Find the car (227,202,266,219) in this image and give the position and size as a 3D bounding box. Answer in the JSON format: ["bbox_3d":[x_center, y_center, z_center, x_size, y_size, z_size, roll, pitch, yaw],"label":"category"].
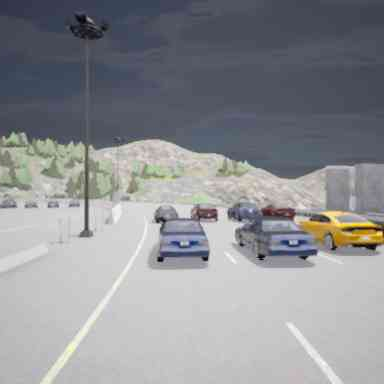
[{"bbox_3d":[4.634,1.675,30.197,2.097,1.767,4.553,0,-1,-9],"label":"car"}]

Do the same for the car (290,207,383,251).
[{"bbox_3d":[6.423,1.641,15.118,1.882,1.535,5.008,0,0,-5],"label":"car"}]

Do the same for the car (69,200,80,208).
[{"bbox_3d":[-21.164,2.168,60.030,1.812,1.442,4.674,0,-1,-19],"label":"car"}]

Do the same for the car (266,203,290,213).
[{"bbox_3d":[7.963,1.816,31.520,1.882,1.535,5.008,0,0,-9],"label":"car"}]

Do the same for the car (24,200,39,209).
[{"bbox_3d":[-27.596,2.138,57.209,1.812,1.442,4.674,0,-1,-19],"label":"car"}]

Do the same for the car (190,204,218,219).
[{"bbox_3d":[1.041,1.804,30.484,1.882,1.535,5.008,0,0,-9],"label":"car"}]

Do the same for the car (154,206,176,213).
[{"bbox_3d":[-2.308,1.879,29.263,1.994,1.385,4.181,0,-1,-9],"label":"car"}]

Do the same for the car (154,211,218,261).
[{"bbox_3d":[-0.420,1.688,12.957,2.033,1.411,5.357,0,-1,-4],"label":"car"}]

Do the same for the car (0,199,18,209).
[{"bbox_3d":[-31.008,1.956,56.419,2.097,1.767,4.553,0,-1,-19],"label":"car"}]

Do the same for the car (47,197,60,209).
[{"bbox_3d":[-24.374,2.121,58.614,2.128,1.511,4.902,0,-1,-19],"label":"car"}]

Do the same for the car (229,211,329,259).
[{"bbox_3d":[3.072,1.690,13.171,2.033,1.411,5.357,0,-1,-4],"label":"car"}]
